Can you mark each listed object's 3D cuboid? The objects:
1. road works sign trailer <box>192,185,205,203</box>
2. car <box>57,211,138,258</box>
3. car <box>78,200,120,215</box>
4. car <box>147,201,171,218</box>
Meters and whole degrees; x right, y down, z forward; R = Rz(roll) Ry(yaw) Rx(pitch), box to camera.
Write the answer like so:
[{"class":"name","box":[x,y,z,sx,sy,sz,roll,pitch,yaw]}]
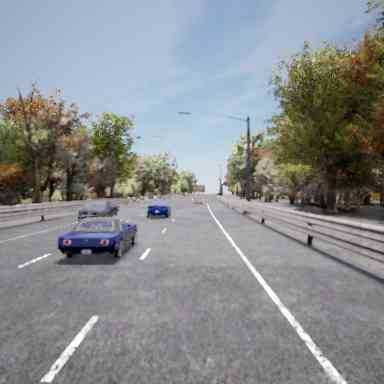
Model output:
[{"class":"road works sign trailer","box":[1.281,0.398,64.890,2.380,3.560,2.880,1,-1,2]},{"class":"car","box":[-3.343,1.627,12.830,1.895,1.301,4.718,0,0,0]},{"class":"car","box":[-6.681,1.278,24.209,2.033,1.411,5.357,4,5,0]},{"class":"car","box":[-3.021,1.545,31.164,1.882,1.535,5.008,0,0,0]}]
